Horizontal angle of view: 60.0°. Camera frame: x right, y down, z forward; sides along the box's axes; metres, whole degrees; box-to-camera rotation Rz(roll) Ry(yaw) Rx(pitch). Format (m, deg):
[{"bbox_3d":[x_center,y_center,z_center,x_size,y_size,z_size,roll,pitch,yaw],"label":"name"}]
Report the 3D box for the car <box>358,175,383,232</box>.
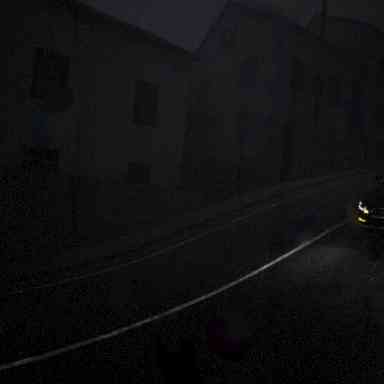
[{"bbox_3d":[5.842,-0.214,7.924,4.892,1.490,1.837,-16,9,-33],"label":"car"}]
